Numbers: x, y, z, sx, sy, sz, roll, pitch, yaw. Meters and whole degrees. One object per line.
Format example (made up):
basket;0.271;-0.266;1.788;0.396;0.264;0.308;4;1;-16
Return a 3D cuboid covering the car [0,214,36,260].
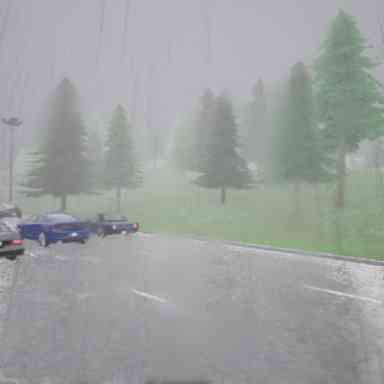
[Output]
car;-7.820;1.659;12.061;5.357;1.411;2.033;0;-1;45

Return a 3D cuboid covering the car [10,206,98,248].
car;-6.781;1.672;15.961;5.008;1.535;1.882;0;-1;45

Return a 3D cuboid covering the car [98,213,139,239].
car;-5.188;1.875;19.310;4.718;1.301;1.895;0;-1;45

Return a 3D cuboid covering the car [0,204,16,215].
car;-17.733;1.845;31.741;4.674;1.442;1.812;0;-1;45
